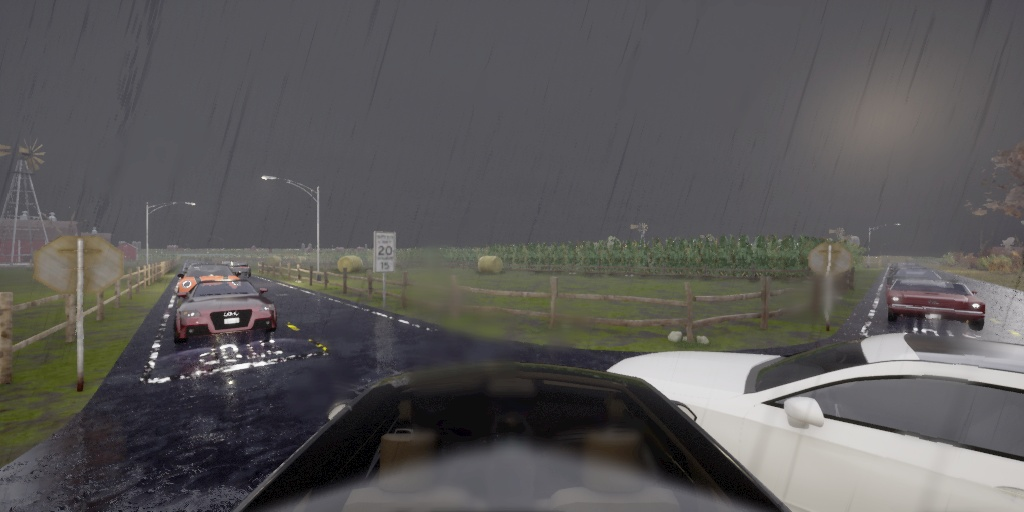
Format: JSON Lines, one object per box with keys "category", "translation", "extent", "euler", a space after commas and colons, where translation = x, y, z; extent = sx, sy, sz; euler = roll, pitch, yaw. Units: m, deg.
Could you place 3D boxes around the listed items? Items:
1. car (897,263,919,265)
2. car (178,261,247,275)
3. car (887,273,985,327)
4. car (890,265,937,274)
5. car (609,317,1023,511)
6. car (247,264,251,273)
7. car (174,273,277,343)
{"category": "car", "translation": [27.201, 1.409, 24.479], "extent": [4.181, 1.385, 1.994], "euler": [0, 1, -43]}
{"category": "car", "translation": [-13.816, 1.143, 16.413], "extent": [2.097, 1.767, 4.553], "euler": [0, 0, -42]}
{"category": "car", "translation": [13.449, 1.402, 11.574], "extent": [4.718, 1.301, 1.895], "euler": [0, 1, -43]}
{"category": "car", "translation": [20.485, 1.369, 18.182], "extent": [5.357, 1.411, 2.033], "euler": [0, 1, -43]}
{"category": "car", "translation": [2.827, 1.294, 2.446], "extent": [1.812, 1.442, 4.674], "euler": [0, 1, -44]}
{"category": "car", "translation": [-27.201, 1.290, 35.559], "extent": [2.128, 1.511, 4.902], "euler": [0, 0, -42]}
{"category": "car", "translation": [-8.000, 1.356, 9.965], "extent": [1.994, 1.385, 4.181], "euler": [0, 0, -43]}
